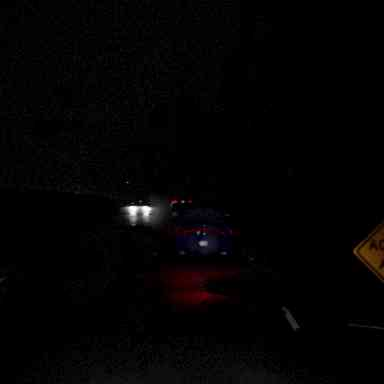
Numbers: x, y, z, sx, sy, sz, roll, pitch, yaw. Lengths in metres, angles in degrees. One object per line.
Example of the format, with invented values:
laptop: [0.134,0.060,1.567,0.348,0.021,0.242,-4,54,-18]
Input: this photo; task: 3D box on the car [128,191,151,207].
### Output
car: [-5.121,0.622,32.161,1.994,1.385,4.181,1,2,-14]

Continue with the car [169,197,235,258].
car: [0.320,1.195,11.632,1.882,1.535,5.008,1,2,0]

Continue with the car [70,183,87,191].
car: [-23.741,-1.148,69.667,2.097,1.767,4.553,1,2,-39]

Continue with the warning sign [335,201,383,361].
warning sign: [2.785,1.063,4.429,1.300,1.860,1.060,0,0,2]

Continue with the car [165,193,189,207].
car: [-1.193,0.772,29.193,2.033,1.411,5.357,1,1,-10]
